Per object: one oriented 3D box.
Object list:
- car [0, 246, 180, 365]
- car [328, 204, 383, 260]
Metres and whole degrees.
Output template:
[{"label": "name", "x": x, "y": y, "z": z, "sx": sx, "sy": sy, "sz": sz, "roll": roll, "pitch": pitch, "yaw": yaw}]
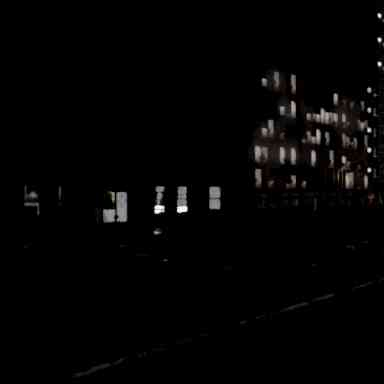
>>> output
[{"label": "car", "x": -2.189, "y": 1.568, "z": 5.003, "sx": 4.313, "sy": 1.339, "sz": 1.947, "roll": 0, "pitch": 0, "yaw": -36}, {"label": "car", "x": 6.801, "y": 1.340, "z": 11.421, "sx": 5.009, "sy": 1.841, "sz": 2.192, "roll": 0, "pitch": 0, "yaw": -36}]
